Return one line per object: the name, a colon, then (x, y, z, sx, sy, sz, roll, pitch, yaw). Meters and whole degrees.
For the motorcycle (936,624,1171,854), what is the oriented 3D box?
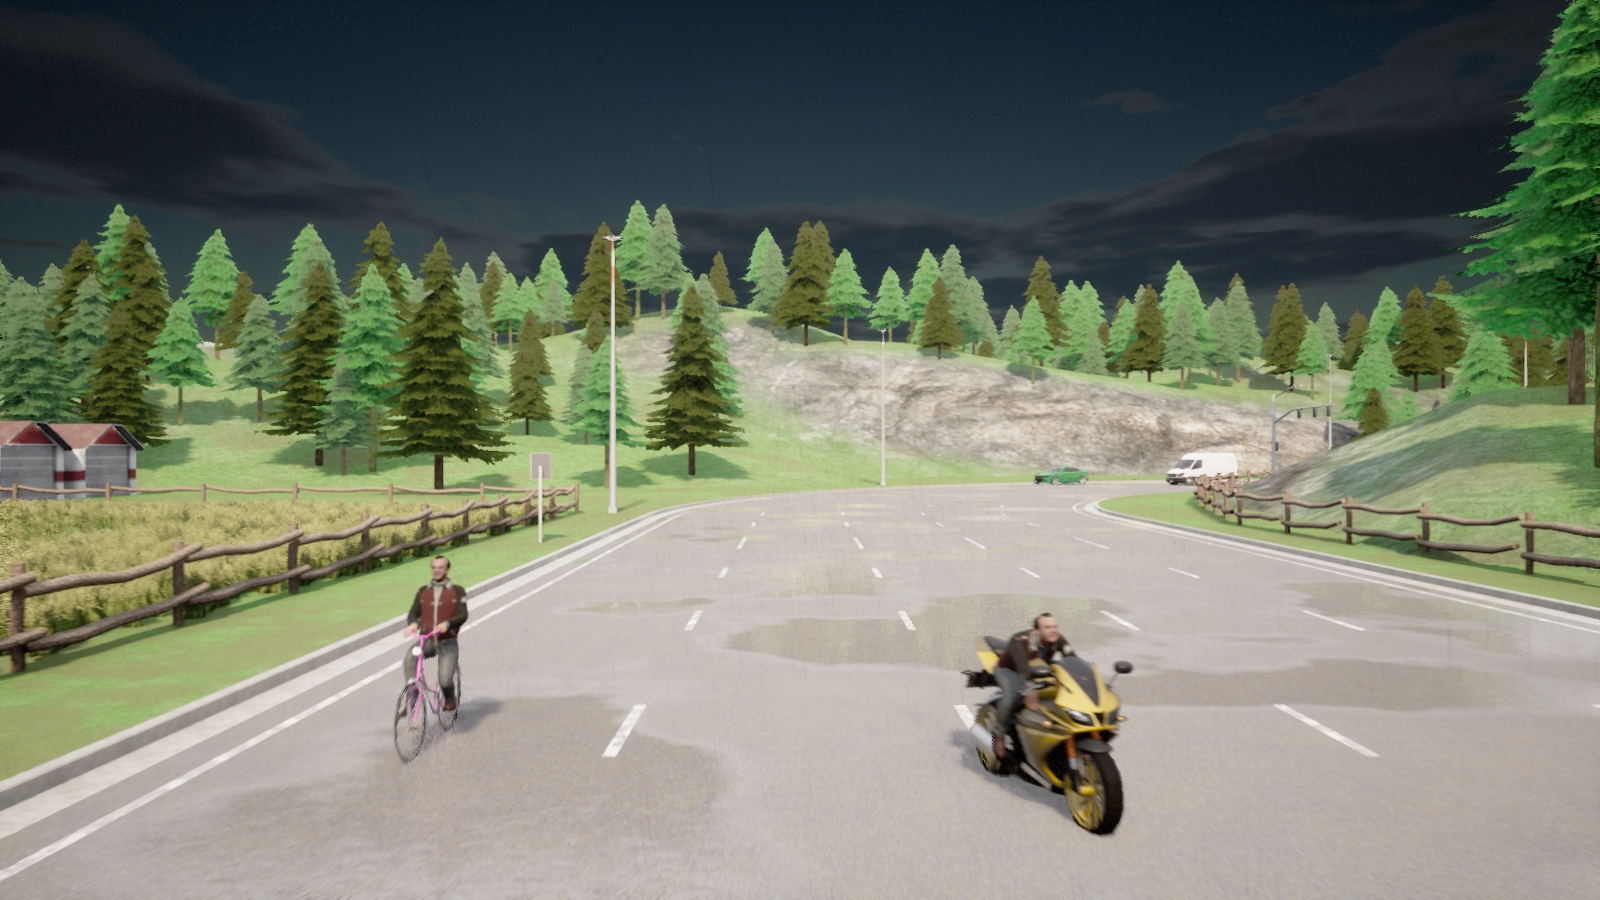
motorcycle: (1.939, 2.203, 9.171, 0.867, 1.251, 2.209, 1, 0, -17)

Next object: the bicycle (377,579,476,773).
bicycle: (-3.490, 2.058, 10.793, 0.329, 1.471, 1.835, 0, 0, 0)
